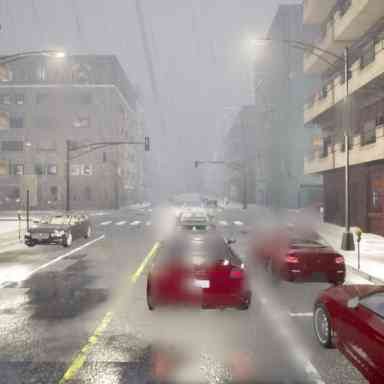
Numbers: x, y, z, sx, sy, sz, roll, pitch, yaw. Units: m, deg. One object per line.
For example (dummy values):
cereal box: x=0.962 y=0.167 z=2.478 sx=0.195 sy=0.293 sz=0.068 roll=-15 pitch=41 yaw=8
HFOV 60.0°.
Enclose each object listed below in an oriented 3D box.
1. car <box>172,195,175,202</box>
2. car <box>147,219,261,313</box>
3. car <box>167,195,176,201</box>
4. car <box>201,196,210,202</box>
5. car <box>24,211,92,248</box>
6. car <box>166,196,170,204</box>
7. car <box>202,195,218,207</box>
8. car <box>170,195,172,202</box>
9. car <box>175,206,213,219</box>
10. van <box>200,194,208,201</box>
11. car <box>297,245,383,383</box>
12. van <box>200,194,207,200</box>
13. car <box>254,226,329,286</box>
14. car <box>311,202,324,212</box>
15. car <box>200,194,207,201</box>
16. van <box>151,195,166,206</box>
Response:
car: x=-5.347 y=1.575 z=75.518 sx=1.947 sy=1.339 sz=4.313 roll=1 pitch=0 yaw=0
car: x=0.108 y=1.566 z=7.779 sx=1.994 sy=1.385 sz=4.181 roll=0 pitch=0 yaw=-1
car: x=-5.271 y=1.554 z=86.858 sx=1.887 sy=1.381 sz=4.507 roll=1 pitch=0 yaw=0
car: x=3.033 y=1.590 z=75.437 sx=1.802 sy=1.307 sz=4.206 roll=1 pitch=0 yaw=0
car: x=-5.766 y=1.554 z=14.798 sx=2.008 sy=1.369 sz=4.403 roll=1 pitch=0 yaw=0
car: x=-5.460 y=1.574 z=58.506 sx=1.947 sy=1.339 sz=4.313 roll=1 pitch=0 yaw=0
car: x=2.978 y=1.558 z=51.179 sx=2.008 sy=1.369 sz=4.403 roll=1 pitch=0 yaw=0
car: x=-5.421 y=1.448 z=64.176 sx=1.967 sy=1.590 sz=4.097 roll=1 pitch=0 yaw=0
car: x=0.107 y=1.604 z=16.597 sx=1.895 sy=1.301 sz=4.718 roll=0 pitch=0 yaw=0
van: x=3.112 y=1.349 z=86.777 sx=1.690 sy=1.788 sz=3.998 roll=1 pitch=0 yaw=0
car: x=2.669 y=1.583 z=3.386 sx=1.802 sy=1.307 sz=4.206 roll=1 pitch=0 yaw=0
van: x=3.150 y=1.349 z=92.448 sx=1.690 sy=1.788 sz=3.998 roll=1 pitch=0 yaw=0
car: x=2.670 y=1.584 z=9.057 sx=1.802 sy=1.307 sz=4.206 roll=1 pitch=0 yaw=0
car: x=15.558 y=1.518 z=36.948 sx=4.507 sy=1.381 sz=1.887 roll=0 pitch=-1 yaw=1
car: x=2.995 y=1.558 z=69.767 sx=2.008 sy=1.369 sz=4.403 roll=1 pitch=0 yaw=0
van: x=-5.570 y=1.349 z=52.843 sx=1.690 sy=1.788 sz=3.998 roll=1 pitch=0 yaw=0
